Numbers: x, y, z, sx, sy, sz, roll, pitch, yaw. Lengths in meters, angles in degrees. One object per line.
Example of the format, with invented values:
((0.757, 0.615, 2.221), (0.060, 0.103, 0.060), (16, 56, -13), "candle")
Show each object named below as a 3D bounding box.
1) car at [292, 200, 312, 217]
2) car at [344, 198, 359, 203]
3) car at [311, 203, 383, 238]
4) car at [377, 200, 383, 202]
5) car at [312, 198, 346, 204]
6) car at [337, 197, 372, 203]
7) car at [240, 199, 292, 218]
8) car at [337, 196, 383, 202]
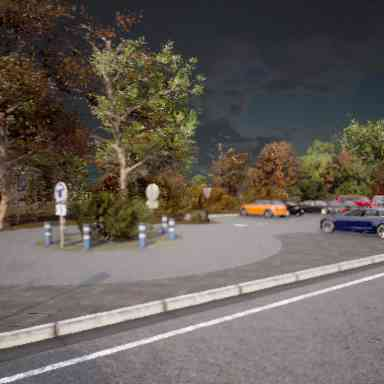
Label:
((8.821, 1.610, 32.829), (2.097, 1.535, 5.008), (1, 0, -35), "car")
((15.756, 1.714, 37.692), (2.163, 1.488, 4.792), (1, 0, -35), "car")
((9.261, 1.568, 17.785), (2.163, 1.488, 4.792), (1, 0, -35), "car")
((16.097, 1.610, 22.801), (1.946, 1.575, 5.366), (1, 0, -35), "car")
((13.530, 1.662, 36.166), (2.231, 1.521, 4.892), (1, 0, -35), "car")
((18.063, 1.739, 39.320), (2.163, 1.488, 4.792), (1, 0, -35), "car")
((6.631, 1.461, 31.252), (2.185, 1.767, 4.553), (1, 0, -35), "car")
((20.371, 1.483, 40.950), (2.435, 2.045, 5.566), (1, 0, -35), "car")
